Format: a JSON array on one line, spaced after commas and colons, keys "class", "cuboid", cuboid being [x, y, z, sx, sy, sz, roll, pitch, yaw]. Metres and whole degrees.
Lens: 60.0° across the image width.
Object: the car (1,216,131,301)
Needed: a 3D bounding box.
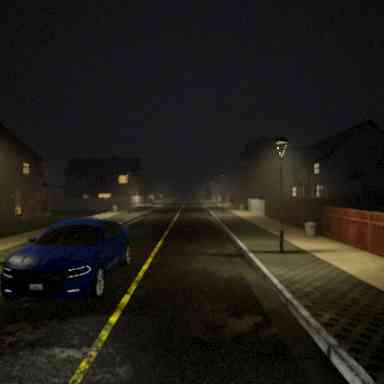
[{"class": "car", "cuboid": [-2.842, 1.450, 8.564, 1.882, 1.535, 5.008, 0, 0, 0]}]
